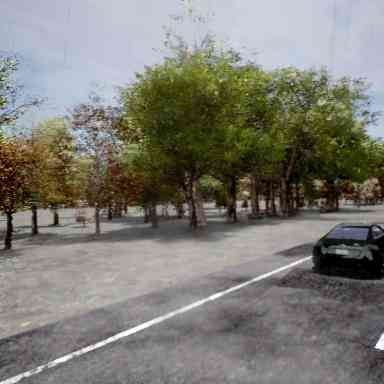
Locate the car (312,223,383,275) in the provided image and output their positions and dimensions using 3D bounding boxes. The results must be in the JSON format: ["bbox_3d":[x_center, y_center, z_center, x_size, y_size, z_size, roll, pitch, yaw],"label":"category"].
[{"bbox_3d":[5.637,1.734,11.254,1.994,1.385,4.181,-2,-2,39],"label":"car"}]
